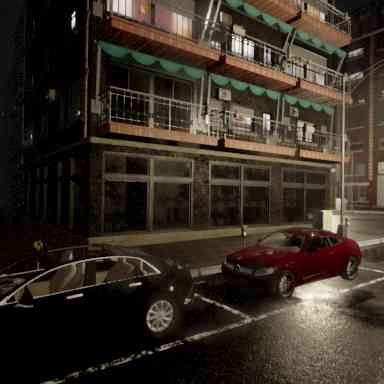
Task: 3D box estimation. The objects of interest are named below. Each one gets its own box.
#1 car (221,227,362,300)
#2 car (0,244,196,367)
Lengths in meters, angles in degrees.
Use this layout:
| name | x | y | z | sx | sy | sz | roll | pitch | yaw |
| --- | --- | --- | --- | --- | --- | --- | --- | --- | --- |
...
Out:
| name | x | y | z | sx | sy | sz | roll | pitch | yaw |
| --- | --- | --- | --- | --- | --- | --- | --- | --- | --- |
| car | 2.650 | 1.585 | 8.393 | 4.206 | 1.307 | 1.802 | 0 | 1 | -35 |
| car | -1.978 | 1.551 | 5.090 | 4.403 | 1.369 | 2.008 | 0 | 1 | -35 |
